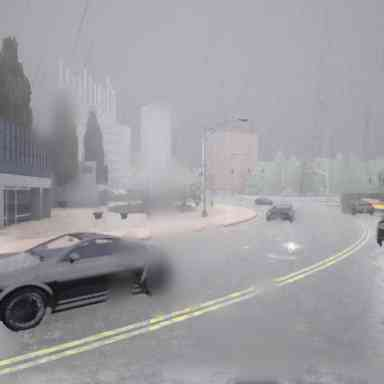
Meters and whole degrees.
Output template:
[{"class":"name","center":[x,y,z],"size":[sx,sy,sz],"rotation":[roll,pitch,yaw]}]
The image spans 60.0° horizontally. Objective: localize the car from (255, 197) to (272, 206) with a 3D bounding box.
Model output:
[{"class":"car","center":[11.903,1.554,55.185],"size":[2.033,1.411,5.357],"rotation":[0,0,-6]}]

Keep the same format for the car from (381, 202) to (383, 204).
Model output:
[{"class":"car","center":[20.181,1.484,38.365],"size":[1.882,1.535,5.008],"rotation":[0,0,0]}]

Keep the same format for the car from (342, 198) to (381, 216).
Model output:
[{"class":"car","center":[16.066,1.496,32.434],"size":[2.128,1.511,4.902],"rotation":[0,0,10]}]

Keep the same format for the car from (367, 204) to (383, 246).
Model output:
[{"class":"car","center":[9.330,1.494,14.677],"size":[2.128,1.511,4.902],"rotation":[0,0,34]}]

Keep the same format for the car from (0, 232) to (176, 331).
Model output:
[{"class":"car","center":[-2.380,1.564,6.935],"size":[4.181,1.385,1.994],"rotation":[0,0,-41]}]

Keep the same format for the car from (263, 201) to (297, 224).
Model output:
[{"class":"car","center":[6.866,1.604,25.196],"size":[1.895,1.301,4.718],"rotation":[0,0,21]}]
